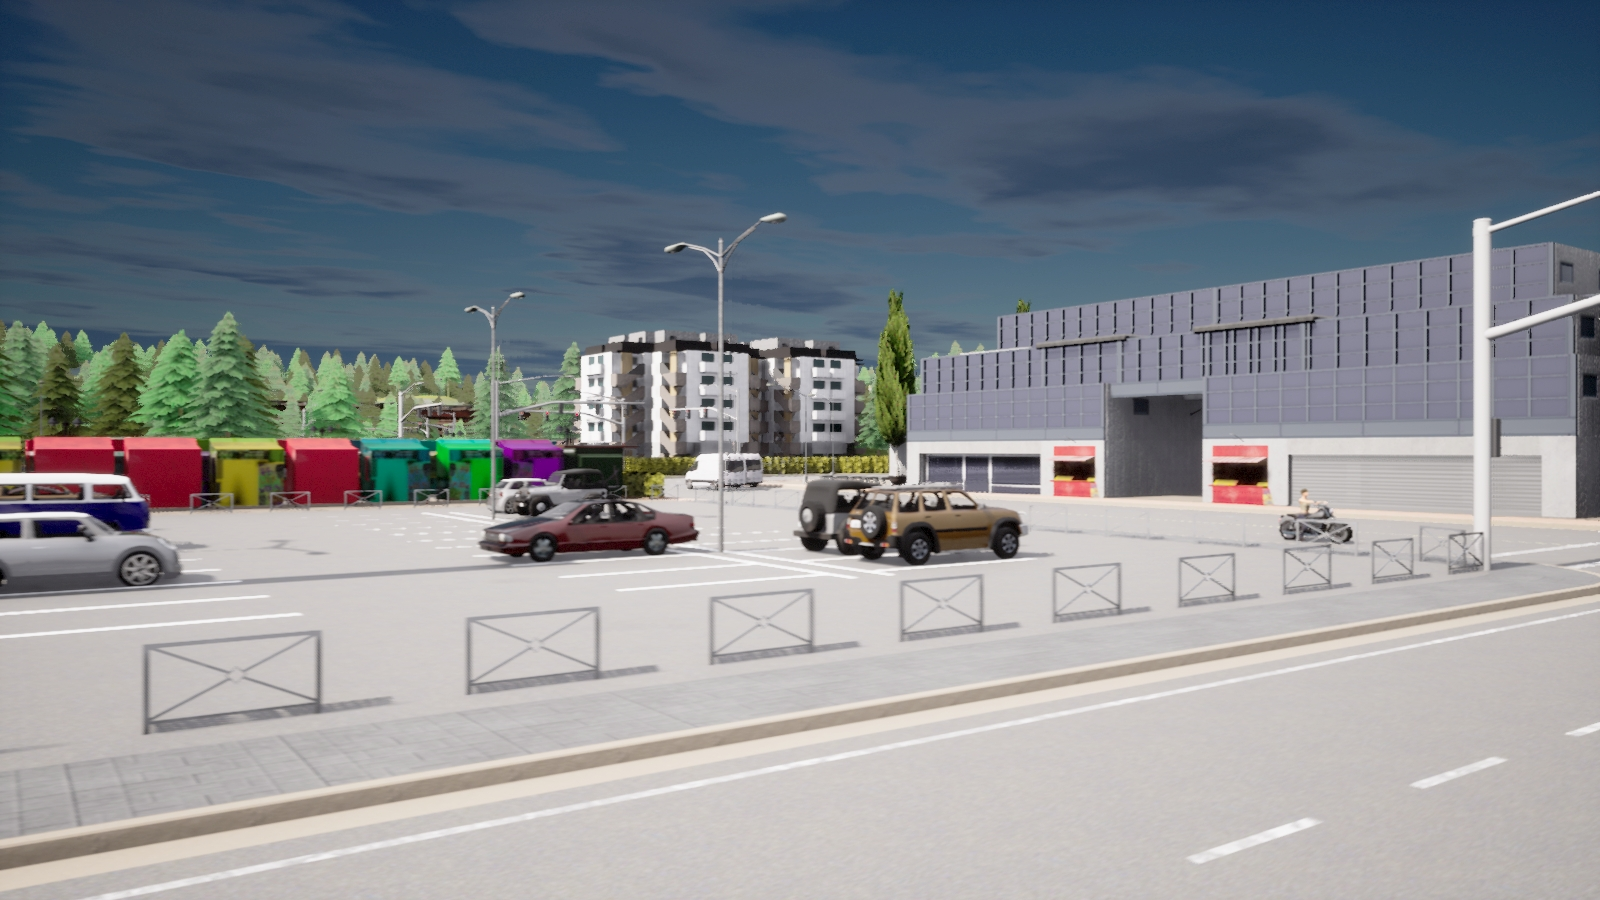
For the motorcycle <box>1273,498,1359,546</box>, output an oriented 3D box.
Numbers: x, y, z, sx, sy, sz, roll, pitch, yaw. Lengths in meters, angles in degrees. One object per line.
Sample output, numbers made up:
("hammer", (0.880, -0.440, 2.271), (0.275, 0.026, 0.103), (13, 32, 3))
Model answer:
("motorcycle", (15.674, 2.159, 34.767), (0.764, 1.307, 2.356), (0, 0, -34))
